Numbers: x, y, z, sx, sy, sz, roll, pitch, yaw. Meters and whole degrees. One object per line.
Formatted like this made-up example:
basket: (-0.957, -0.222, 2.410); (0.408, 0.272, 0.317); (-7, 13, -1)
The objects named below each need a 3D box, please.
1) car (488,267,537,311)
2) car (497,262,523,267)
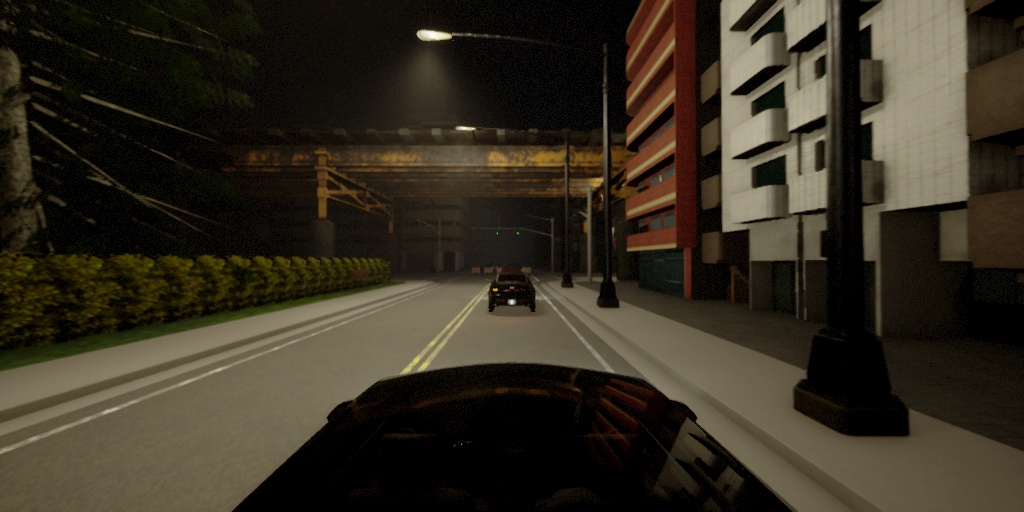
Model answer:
car: (0.016, 1.412, 15.336); (1.837, 1.490, 4.892); (0, 0, 1)
car: (-0.137, 1.561, 31.048); (1.882, 1.535, 5.008); (0, 0, -3)
